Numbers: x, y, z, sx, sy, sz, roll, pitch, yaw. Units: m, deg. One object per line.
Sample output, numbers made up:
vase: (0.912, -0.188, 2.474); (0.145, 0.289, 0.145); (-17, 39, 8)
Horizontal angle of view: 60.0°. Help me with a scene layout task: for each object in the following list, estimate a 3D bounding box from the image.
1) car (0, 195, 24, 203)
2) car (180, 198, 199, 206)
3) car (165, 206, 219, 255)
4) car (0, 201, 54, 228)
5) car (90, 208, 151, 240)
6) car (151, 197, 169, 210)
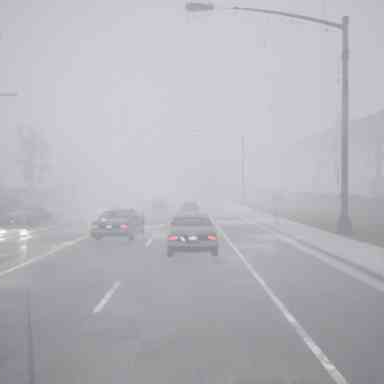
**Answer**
car: (-14.266, 1.217, 24.251); (2.150, 2.045, 5.566); (0, 0, 0)
car: (-0.203, 1.376, 34.103); (1.812, 1.442, 4.674); (0, 0, -1)
car: (0.004, 1.496, 12.966); (2.033, 1.411, 5.357); (0, 0, -1)
car: (-10.756, 1.545, 21.901); (1.994, 1.385, 4.181); (0, 0, 0)
car: (-3.536, 1.504, 16.589); (2.033, 1.411, 5.357); (0, 0, -1)
car: (-3.750, 1.355, 39.144); (1.812, 1.442, 4.674); (0, 0, -1)
